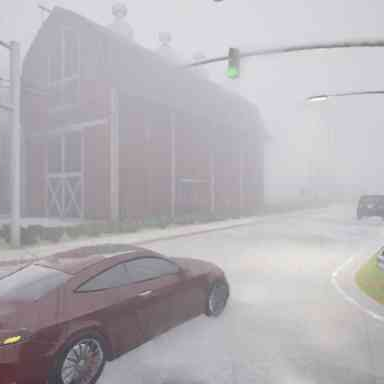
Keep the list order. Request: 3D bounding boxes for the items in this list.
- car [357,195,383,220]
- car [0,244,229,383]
[{"bbox_3d":[15.230,1.281,27.595,2.150,2.045,5.566,0,0,36],"label":"car"},{"bbox_3d":[-1.176,1.566,5.275,1.812,1.442,4.674,0,0,36],"label":"car"}]
